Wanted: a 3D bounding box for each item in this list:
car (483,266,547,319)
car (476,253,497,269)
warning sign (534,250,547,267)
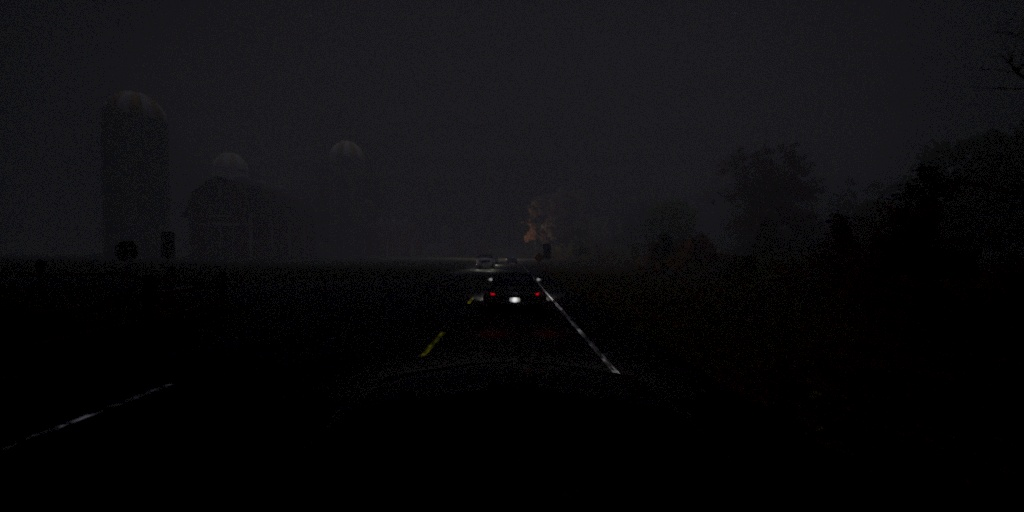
[{"bbox_3d":[0.089,1.232,12.464,1.994,1.385,4.181,0,0,0],"label":"car"},{"bbox_3d":[-3.570,0.613,48.359,2.150,2.045,5.566,0,0,0],"label":"car"},{"bbox_3d":[3.559,0.515,47.334,1.300,1.860,1.060,0,0,0],"label":"warning sign"}]
